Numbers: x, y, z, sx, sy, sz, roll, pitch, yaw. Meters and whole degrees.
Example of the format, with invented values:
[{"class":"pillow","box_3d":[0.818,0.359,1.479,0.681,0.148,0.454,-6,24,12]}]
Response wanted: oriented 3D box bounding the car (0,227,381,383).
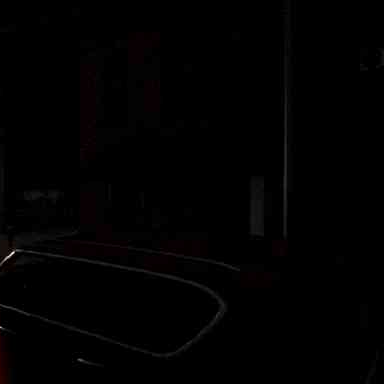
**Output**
[{"class":"car","box_3d":[-0.846,1.314,3.407,5.009,1.841,2.192,0,0,35]}]
